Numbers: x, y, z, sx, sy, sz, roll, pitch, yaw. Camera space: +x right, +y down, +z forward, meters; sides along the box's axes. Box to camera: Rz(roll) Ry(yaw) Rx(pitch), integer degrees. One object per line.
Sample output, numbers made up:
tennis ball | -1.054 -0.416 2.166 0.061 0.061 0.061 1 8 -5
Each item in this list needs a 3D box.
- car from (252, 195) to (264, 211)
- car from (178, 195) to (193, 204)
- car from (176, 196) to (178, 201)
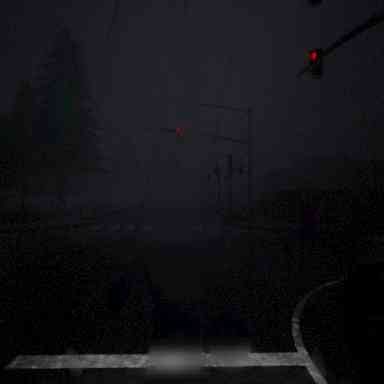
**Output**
car | 8.868 1.142 36.301 4.605 1.855 1.932 0 0 -1
car | -0.906 1.515 60.921 2.033 1.411 5.357 0 0 -7
car | -2.198 1.323 71.105 1.812 1.442 4.674 0 0 -13
